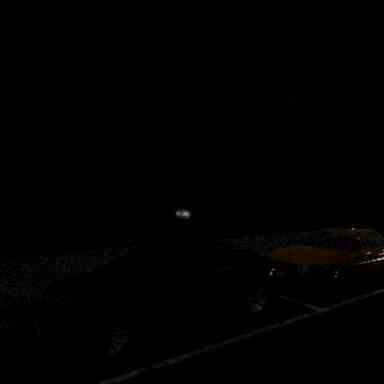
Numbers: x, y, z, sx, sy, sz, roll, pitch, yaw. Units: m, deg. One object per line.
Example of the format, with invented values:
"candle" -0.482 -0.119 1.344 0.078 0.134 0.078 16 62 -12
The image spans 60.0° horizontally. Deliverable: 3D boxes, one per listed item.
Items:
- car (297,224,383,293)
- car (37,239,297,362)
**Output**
"car" 3.934 1.564 8.926 4.829 1.417 1.752 0 0 -35
"car" -0.359 1.576 5.917 4.313 1.339 1.947 0 0 -35
